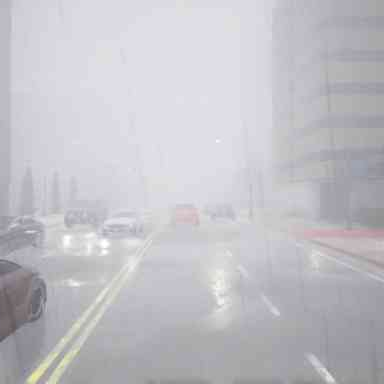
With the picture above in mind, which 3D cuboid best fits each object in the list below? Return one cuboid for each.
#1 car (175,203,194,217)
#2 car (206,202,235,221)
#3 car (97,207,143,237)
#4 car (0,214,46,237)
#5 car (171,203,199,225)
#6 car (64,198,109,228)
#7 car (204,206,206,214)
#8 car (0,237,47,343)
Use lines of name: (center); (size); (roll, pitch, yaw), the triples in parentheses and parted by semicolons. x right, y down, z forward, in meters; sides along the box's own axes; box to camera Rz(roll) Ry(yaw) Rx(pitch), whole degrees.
car: (-0.883, 2.014, 38.813); (2.033, 1.411, 5.357); (0, -1, -2)
car: (2.803, 1.731, 31.839); (2.097, 1.767, 4.553); (0, -1, -2)
car: (-4.050, 1.771, 20.022); (1.812, 1.442, 4.674); (0, -1, -1)
car: (-7.394, 1.656, 12.899); (2.128, 1.511, 4.902); (0, -1, -1)
car: (-0.569, 1.676, 26.905); (2.097, 1.767, 4.553); (0, -1, -1)
car: (-7.712, 1.527, 24.985); (2.150, 2.045, 5.566); (0, 0, -2)
car: (2.534, 2.098, 41.654); (1.895, 1.301, 4.718); (0, -1, -1)
car: (-3.687, 1.624, 4.598); (1.994, 1.385, 4.181); (0, -1, -1)
